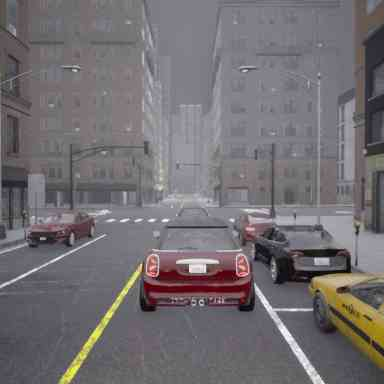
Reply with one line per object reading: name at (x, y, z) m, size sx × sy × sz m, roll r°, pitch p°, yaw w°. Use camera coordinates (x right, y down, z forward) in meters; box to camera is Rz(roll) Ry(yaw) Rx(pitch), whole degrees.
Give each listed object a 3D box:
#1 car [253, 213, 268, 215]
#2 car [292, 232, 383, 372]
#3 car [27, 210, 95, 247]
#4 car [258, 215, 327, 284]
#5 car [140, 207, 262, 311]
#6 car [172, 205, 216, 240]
car at (2.842, 1.577, 14.974) m, size 1.802 × 1.307 × 4.206 m, roll -1°, pitch 0°, yaw 0°
car at (2.859, 1.524, 3.972) m, size 1.752 × 1.417 × 4.829 m, roll -1°, pitch 0°, yaw 0°
car at (-5.704, 1.540, 14.957) m, size 1.887 × 1.381 × 4.507 m, roll -1°, pitch 0°, yaw 0°
car at (2.851, 1.563, 9.388) m, size 1.947 × 1.339 × 4.313 m, roll -1°, pitch 0°, yaw 0°
car at (0.088, 1.350, 7.893) m, size 2.097 × 1.767 × 4.553 m, roll 0°, pitch 0°, yaw 0°
car at (0.068, 1.542, 18.131) m, size 2.033 × 1.411 × 5.357 m, roll 0°, pitch 0°, yaw 0°
